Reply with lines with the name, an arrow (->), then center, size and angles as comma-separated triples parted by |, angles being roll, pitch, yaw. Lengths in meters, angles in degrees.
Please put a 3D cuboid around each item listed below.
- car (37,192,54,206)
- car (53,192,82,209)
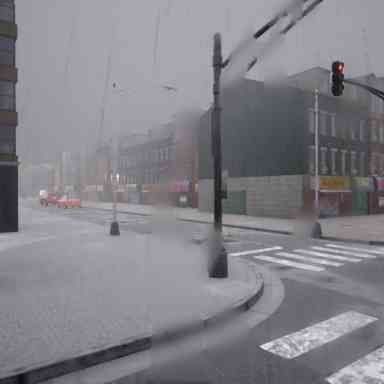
car -> -21.631, 1.045, 50.922 | 2.150, 2.045, 5.566 | 0, 0, -36
car -> -15.891, 1.206, 42.983 | 2.097, 1.767, 4.553 | 0, 0, -36
